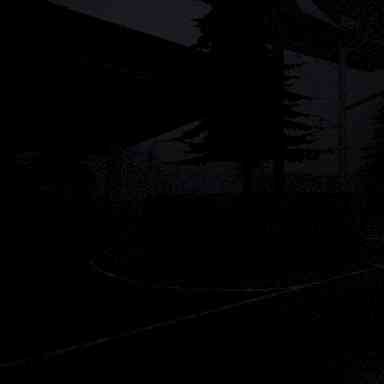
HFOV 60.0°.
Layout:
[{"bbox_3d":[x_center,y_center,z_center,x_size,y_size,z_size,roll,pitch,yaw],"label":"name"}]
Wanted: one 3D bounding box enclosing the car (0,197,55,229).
[{"bbox_3d":[-11.876,1.313,23.538,3.866,1.878,1.905,0,0,-36],"label":"car"}]
